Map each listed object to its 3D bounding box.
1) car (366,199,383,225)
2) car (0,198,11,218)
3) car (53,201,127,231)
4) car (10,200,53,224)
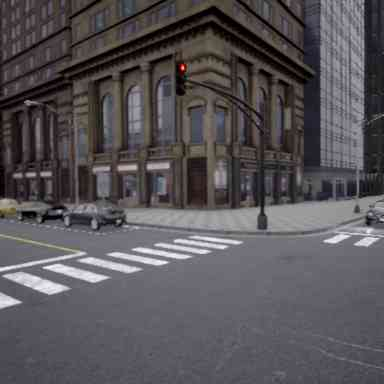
[{"bbox_3d":[11.792,1.176,19.918,1.812,1.442,4.674,1,2,38],"label":"car"},{"bbox_3d":[-14.321,1.171,25.561,4.829,1.417,1.752,0,2,39],"label":"car"},{"bbox_3d":[-5.413,1.247,18.277,4.403,1.369,2.008,0,2,39],"label":"car"},{"bbox_3d":[-9.802,1.235,21.867,4.313,1.339,1.947,0,2,39],"label":"car"}]
